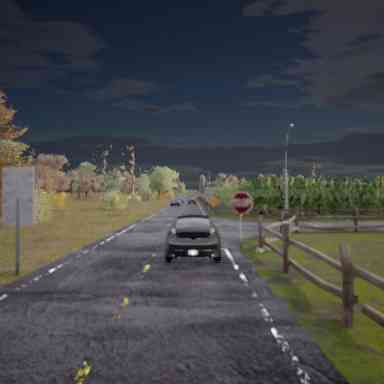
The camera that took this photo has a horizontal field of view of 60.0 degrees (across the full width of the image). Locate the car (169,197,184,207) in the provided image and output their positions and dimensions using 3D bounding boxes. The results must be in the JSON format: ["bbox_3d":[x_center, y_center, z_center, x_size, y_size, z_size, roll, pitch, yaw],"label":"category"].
[{"bbox_3d":[-2.808,1.941,56.605,1.895,1.301,4.718,0,0,0],"label":"car"}]

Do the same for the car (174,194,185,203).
[{"bbox_3d":[-2.746,1.499,72.859,2.150,2.045,5.566,0,0,0],"label":"car"}]

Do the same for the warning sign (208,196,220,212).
[{"bbox_3d":[2.450,1.353,37.662,1.300,1.860,1.060,0,0,0],"label":"warning sign"}]

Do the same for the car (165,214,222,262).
[{"bbox_3d":[0.049,1.589,12.413,1.837,1.490,4.892,0,0,0],"label":"car"}]

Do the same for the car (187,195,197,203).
[{"bbox_3d":[0.006,1.636,80.142,2.150,2.045,5.566,0,0,0],"label":"car"}]

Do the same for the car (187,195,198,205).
[{"bbox_3d":[0.005,1.896,69.693,1.837,1.490,4.892,0,0,0],"label":"car"}]
